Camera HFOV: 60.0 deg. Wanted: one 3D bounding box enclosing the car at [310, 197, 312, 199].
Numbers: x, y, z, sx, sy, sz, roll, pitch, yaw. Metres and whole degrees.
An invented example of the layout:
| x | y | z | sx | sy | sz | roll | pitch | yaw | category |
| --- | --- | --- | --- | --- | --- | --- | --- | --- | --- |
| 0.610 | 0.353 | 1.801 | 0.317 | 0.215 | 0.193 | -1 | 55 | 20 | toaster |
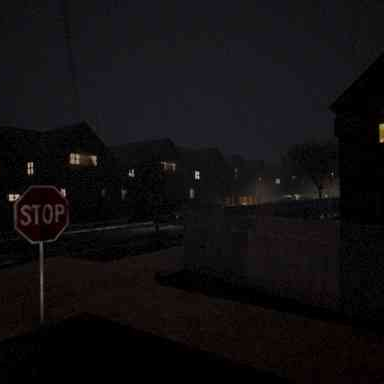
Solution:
| x | y | z | sx | sy | sz | roll | pitch | yaw | category |
| --- | --- | --- | --- | --- | --- | --- | --- | --- | --- |
| 14.879 | 1.271 | 44.248 | 1.812 | 1.442 | 4.674 | -2 | -1 | 37 | car |

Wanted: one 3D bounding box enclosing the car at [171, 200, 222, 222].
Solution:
| x | y | z | sx | sy | sz | roll | pitch | yaw | category |
| --- | --- | --- | --- | --- | --- | --- | --- | --- | --- |
| 0.429 | 1.395 | 24.644 | 2.128 | 1.511 | 4.902 | -2 | -1 | 36 | car |

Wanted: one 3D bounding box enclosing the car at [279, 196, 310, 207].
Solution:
| x | y | z | sx | sy | sz | roll | pitch | yaw | category |
| --- | --- | --- | --- | --- | --- | --- | --- | --- | --- |
| 9.496 | 1.274 | 32.047 | 1.812 | 1.442 | 4.674 | -2 | -1 | 36 | car |
